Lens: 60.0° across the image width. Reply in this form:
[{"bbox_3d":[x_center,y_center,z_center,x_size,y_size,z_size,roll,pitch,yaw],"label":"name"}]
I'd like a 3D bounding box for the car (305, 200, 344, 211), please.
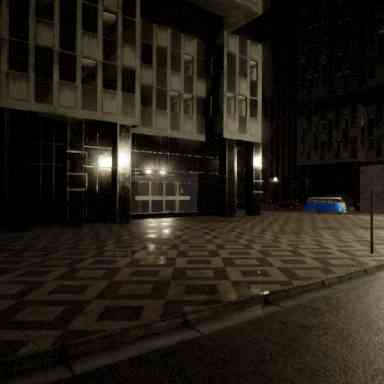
[{"bbox_3d":[17.329,1.747,43.697,2.008,1.369,4.403,0,0,-36],"label":"car"}]

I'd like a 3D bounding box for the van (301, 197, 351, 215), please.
[{"bbox_3d":[13.687,1.423,34.137,1.690,1.788,3.998,0,0,-36],"label":"van"}]

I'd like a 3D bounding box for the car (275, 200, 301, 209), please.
[{"bbox_3d":[14.042,1.817,48.291,1.802,1.307,4.206,0,0,-36],"label":"car"}]

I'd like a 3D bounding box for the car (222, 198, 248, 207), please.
[{"bbox_3d":[7.370,1.838,57.617,1.752,1.417,4.829,0,0,-36],"label":"car"}]

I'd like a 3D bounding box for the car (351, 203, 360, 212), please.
[{"bbox_3d":[20.616,1.722,39.102,1.947,1.339,4.313,0,0,-36],"label":"car"}]

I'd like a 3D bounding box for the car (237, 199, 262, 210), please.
[{"bbox_3d":[7.114,1.705,43.324,1.887,1.381,4.507,0,0,-36],"label":"car"}]
